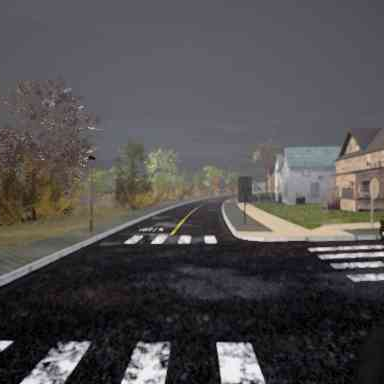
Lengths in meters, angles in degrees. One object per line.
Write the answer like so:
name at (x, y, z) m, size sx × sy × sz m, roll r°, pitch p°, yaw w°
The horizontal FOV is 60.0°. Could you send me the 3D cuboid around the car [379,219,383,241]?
car at (8.658, 0.933, 10.556) m, size 5.008 × 1.535 × 1.882 m, roll -3°, pitch 0°, yaw 2°
